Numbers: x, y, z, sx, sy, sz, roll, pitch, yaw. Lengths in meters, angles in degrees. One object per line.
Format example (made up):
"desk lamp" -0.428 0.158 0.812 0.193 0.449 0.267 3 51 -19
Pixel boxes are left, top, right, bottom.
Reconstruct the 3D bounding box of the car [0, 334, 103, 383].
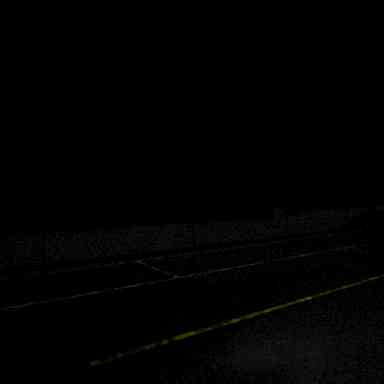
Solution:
"car" -2.748 1.491 1.368 4.902 1.511 2.128 0 0 -36

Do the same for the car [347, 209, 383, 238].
"car" 9.998 1.567 17.645 4.313 1.339 1.947 0 0 -36
